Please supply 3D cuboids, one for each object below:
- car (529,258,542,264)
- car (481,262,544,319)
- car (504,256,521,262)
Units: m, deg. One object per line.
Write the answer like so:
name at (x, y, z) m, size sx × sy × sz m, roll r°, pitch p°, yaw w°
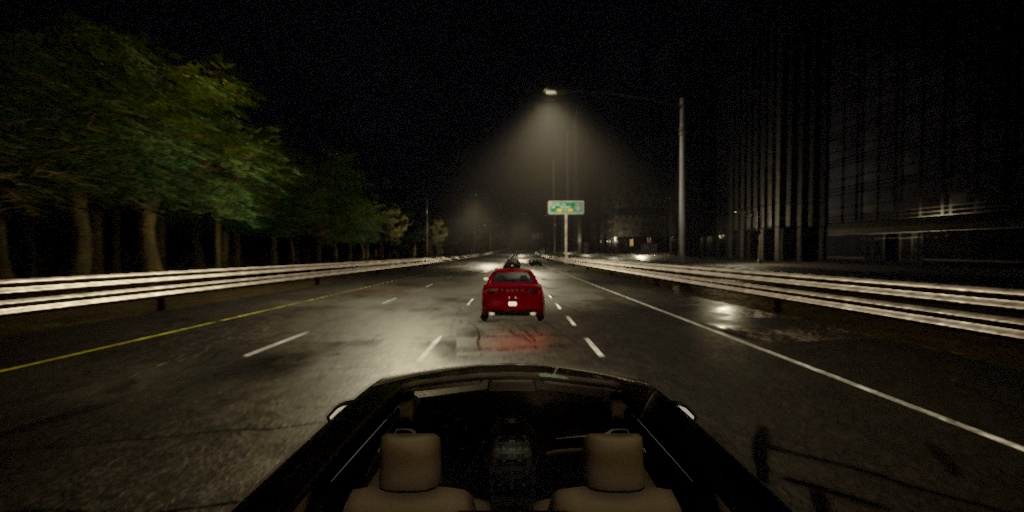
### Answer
car at (3.722, 0.917, 58.395) m, size 1.895 × 1.301 × 4.718 m, roll 0°, pitch 1°, yaw 0°
car at (0.014, 1.158, 12.432) m, size 1.882 × 1.535 × 5.008 m, roll 0°, pitch 0°, yaw 0°
car at (0.054, 1.026, 42.431) m, size 1.994 × 1.385 × 4.181 m, roll 0°, pitch 0°, yaw 0°
